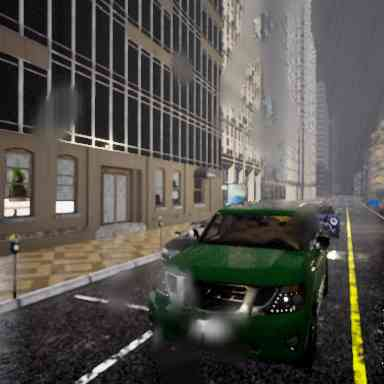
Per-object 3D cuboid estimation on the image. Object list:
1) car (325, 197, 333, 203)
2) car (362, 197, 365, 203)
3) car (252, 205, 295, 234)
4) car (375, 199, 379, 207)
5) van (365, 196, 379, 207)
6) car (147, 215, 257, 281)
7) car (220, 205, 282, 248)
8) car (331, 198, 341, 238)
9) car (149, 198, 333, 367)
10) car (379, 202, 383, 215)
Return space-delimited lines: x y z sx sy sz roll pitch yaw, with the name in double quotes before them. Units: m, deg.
"car" 36.237 2.056 87.741 1.802 1.307 4.206 0 0 25
"car" 34.335 1.933 63.718 1.947 1.339 4.313 0 0 25
"car" 5.276 1.616 20.970 1.752 1.417 4.829 0 0 25
"car" 22.455 1.799 38.096 1.802 1.307 4.206 0 0 25
"van" 31.959 1.678 58.595 1.690 1.788 3.998 0 0 25
"car" 0.595 1.588 10.875 2.008 1.369 4.403 0 0 25
"car" 2.972 1.504 16.001 1.967 1.590 4.097 0 0 25
"car" 7.031 1.440 18.347 2.097 1.767 4.553 0 0 25
"car" 1.372 1.247 6.395 2.150 2.045 5.566 0 0 25
"car" 20.078 1.772 32.972 1.802 1.307 4.206 0 0 25
